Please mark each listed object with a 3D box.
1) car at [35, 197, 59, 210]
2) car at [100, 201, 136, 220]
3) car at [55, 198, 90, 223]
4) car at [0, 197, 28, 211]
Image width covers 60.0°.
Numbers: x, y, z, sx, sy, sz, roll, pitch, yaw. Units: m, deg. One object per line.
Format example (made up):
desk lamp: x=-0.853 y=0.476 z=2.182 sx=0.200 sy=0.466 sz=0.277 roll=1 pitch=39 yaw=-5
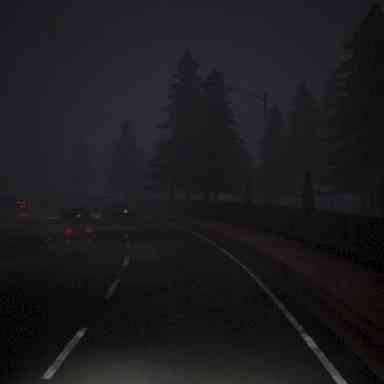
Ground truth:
car: x=-16.852 y=1.338 z=39.578 sx=4.892 sy=1.490 sz=1.837 roll=1 pitch=0 yaw=40
car: x=-6.121 y=1.448 z=27.375 sx=1.994 sy=1.385 sz=4.181 roll=0 pitch=0 yaw=-30
car: x=-8.842 y=1.420 z=24.842 sx=1.812 sy=1.442 sz=4.674 roll=0 pitch=0 yaw=-28
car: x=-20.736 y=1.344 z=38.157 sx=4.892 sy=1.490 sz=1.837 roll=0 pitch=0 yaw=36
